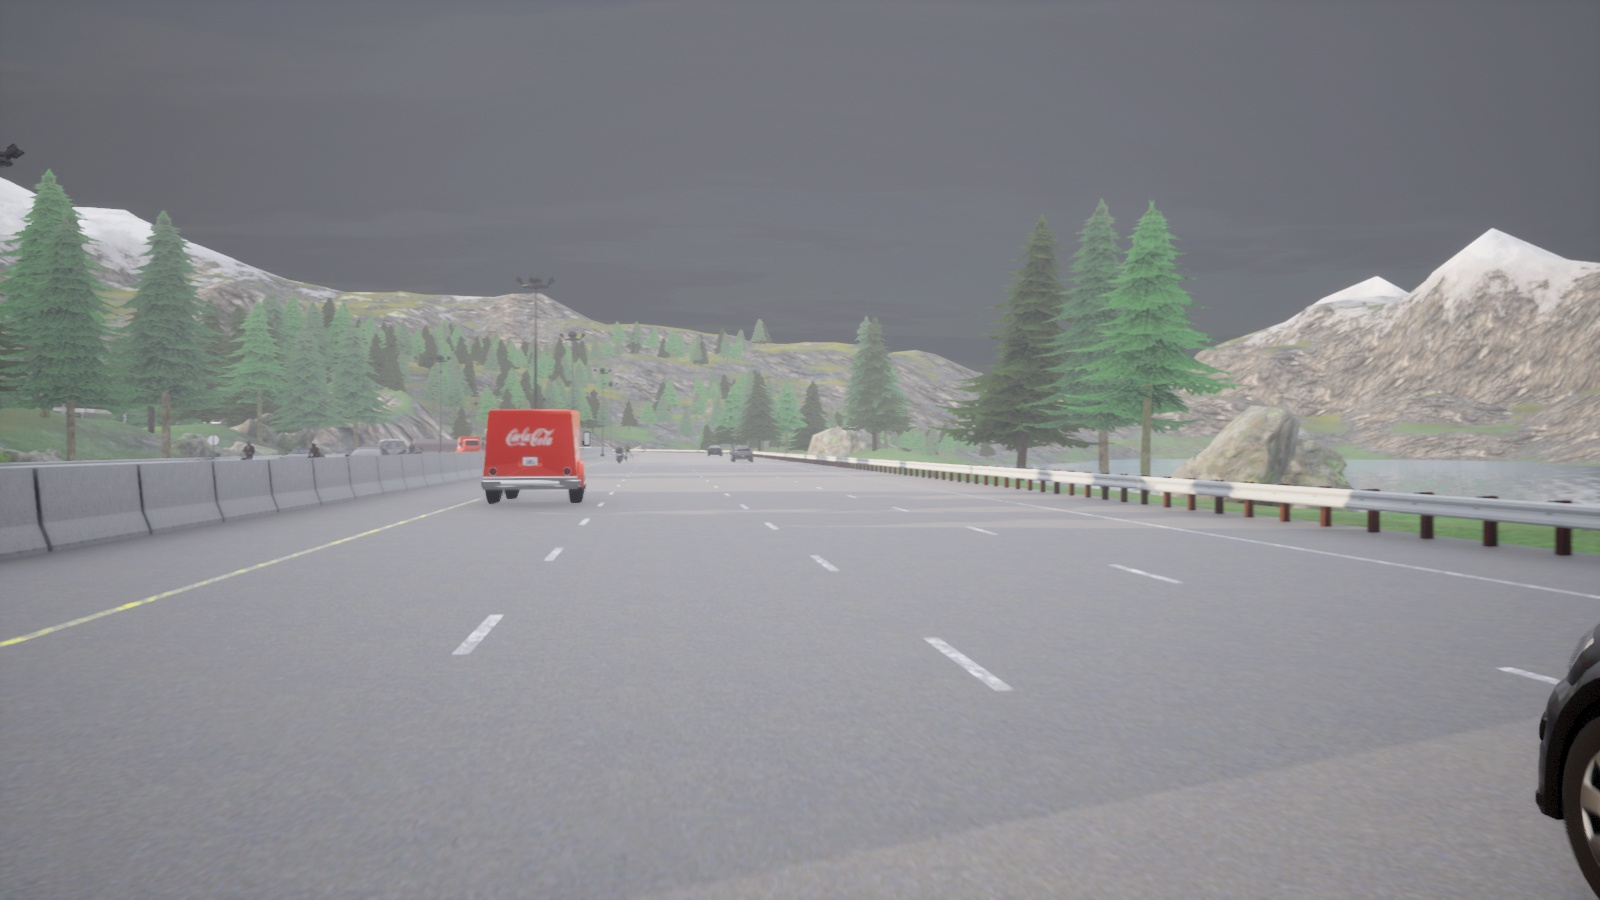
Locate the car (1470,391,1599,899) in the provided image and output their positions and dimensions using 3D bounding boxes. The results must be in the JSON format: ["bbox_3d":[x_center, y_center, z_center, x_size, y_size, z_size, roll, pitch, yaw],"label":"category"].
[{"bbox_3d":[3.427,0.635,2.572,1.851,1.617,3.988,0,0,-2],"label":"car"}]

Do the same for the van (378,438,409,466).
[{"bbox_3d":[-29.817,0.130,92.011,1.775,1.987,4.442,0,0,-24],"label":"van"}]

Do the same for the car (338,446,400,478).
[{"bbox_3d":[-20.499,0.531,59.848,1.812,1.442,4.674,0,0,-6],"label":"car"}]

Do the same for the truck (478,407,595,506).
[{"bbox_3d":[-7.021,0.130,34.040,2.627,2.467,5.204,0,1,-6],"label":"truck"}]

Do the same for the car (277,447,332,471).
[{"bbox_3d":[-29.092,0.513,73.796,1.994,1.385,4.181,0,0,-7],"label":"car"}]
